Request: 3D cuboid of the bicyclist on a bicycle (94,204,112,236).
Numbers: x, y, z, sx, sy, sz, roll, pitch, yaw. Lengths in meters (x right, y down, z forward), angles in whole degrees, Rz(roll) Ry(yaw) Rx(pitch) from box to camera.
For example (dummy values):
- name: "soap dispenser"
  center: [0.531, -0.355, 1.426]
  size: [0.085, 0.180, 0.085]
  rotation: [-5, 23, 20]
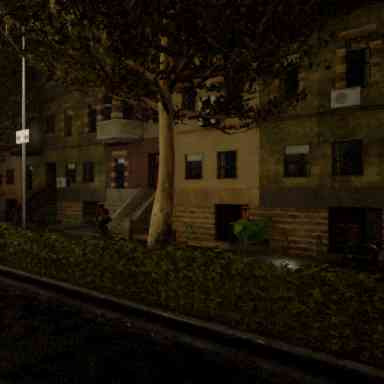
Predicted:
- name: "bicyclist on a bicycle"
  center: [-3.466, 1.288, 12.963]
  size: [0.582, 1.620, 1.656]
  rotation: [0, -2, -36]
